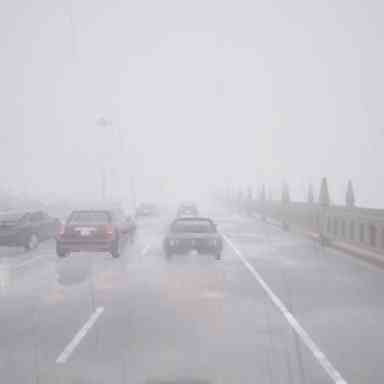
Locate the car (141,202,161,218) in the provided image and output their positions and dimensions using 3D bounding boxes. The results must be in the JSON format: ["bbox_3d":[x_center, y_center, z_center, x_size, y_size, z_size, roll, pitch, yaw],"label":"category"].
[{"bbox_3d":[-3.899,1.558,29.920,1.994,1.385,4.181,0,0,-2],"label":"car"}]

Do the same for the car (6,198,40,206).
[{"bbox_3d":[-18.295,1.498,37.225,1.837,1.490,4.892,0,0,-2],"label":"car"}]

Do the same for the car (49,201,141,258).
[{"bbox_3d":[-3.494,1.349,12.949,2.097,1.767,4.553,0,0,-1],"label":"car"}]

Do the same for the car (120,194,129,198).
[{"bbox_3d":[-15.889,1.222,78.530,1.837,1.490,4.892,0,0,-2],"label":"car"}]

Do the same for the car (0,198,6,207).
[{"bbox_3d":[-21.793,1.497,37.108,1.837,1.490,4.892,0,0,-2],"label":"car"}]

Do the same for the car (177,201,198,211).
[{"bbox_3d":[-0.420,1.520,30.416,1.812,1.442,4.674,0,0,-2],"label":"car"}]

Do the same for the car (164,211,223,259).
[{"bbox_3d":[0.020,1.598,12.554,1.895,1.301,4.718,0,0,-1],"label":"car"}]

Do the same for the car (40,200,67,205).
[{"bbox_3d":[-14.794,1.557,37.190,1.994,1.385,4.181,0,0,-2],"label":"car"}]

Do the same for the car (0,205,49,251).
[{"bbox_3d":[-7.008,1.503,14.097,1.837,1.490,4.892,0,0,-1],"label":"car"}]

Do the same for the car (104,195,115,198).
[{"bbox_3d":[-19.388,1.246,78.430,1.812,1.442,4.674,0,0,-2],"label":"car"}]
